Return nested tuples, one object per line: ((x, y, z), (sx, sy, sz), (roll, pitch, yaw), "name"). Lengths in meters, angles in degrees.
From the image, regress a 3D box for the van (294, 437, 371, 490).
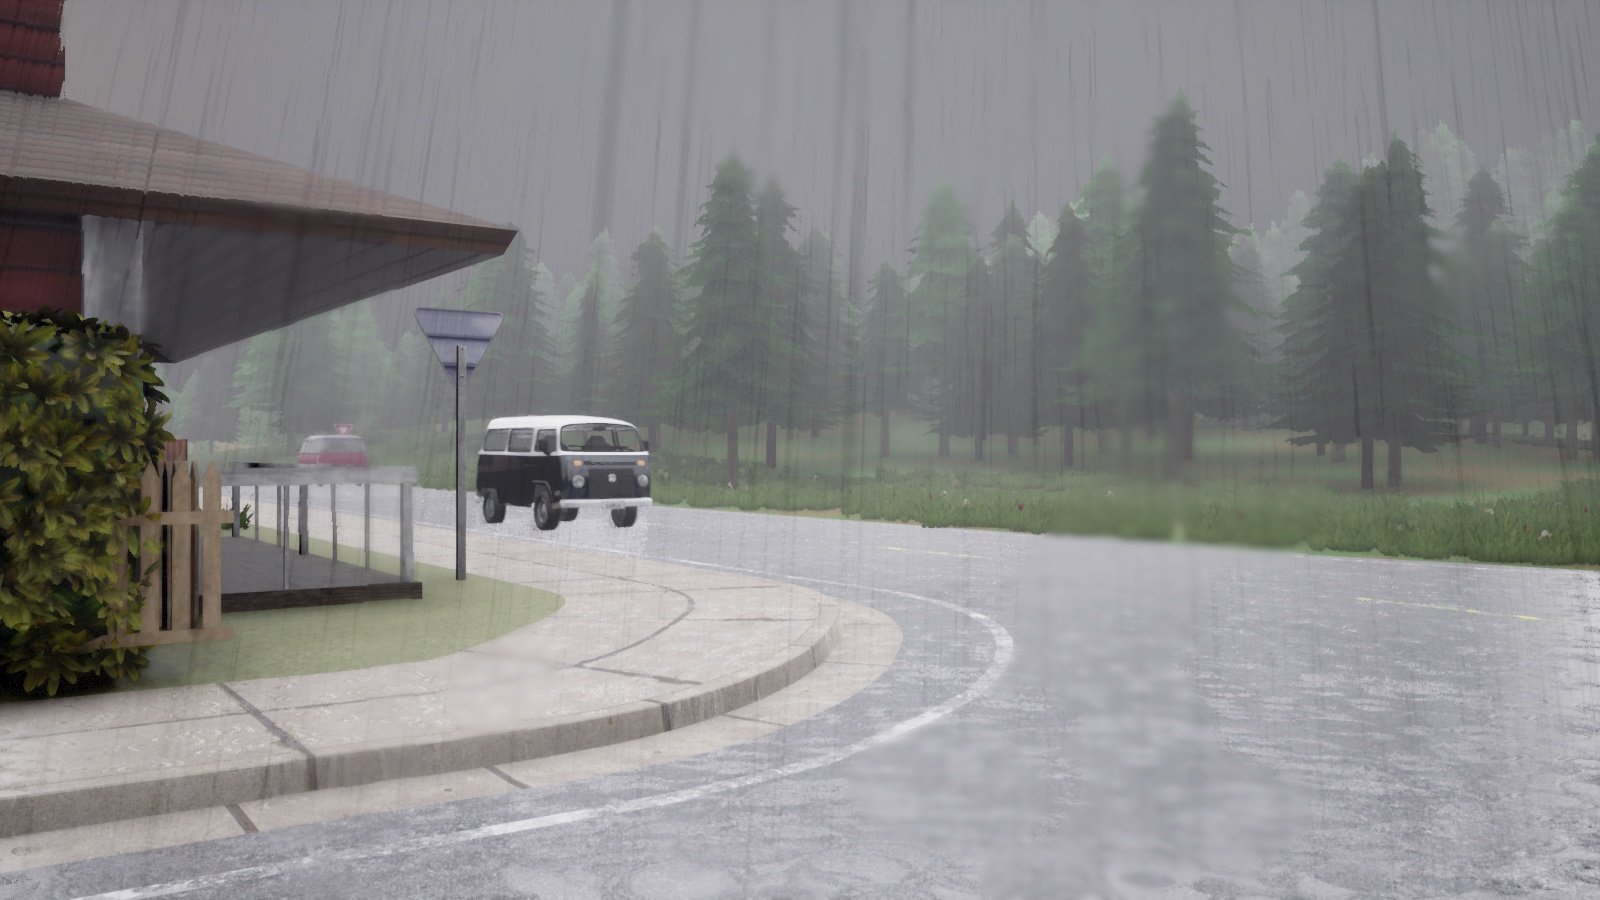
((-18.407, 0.517, 49.323), (1.775, 1.987, 4.442), (0, 0, -35), "van")

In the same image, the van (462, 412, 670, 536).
((-4.386, 0.393, 22.975), (2.069, 2.038, 4.480), (0, 0, -35), "van")
